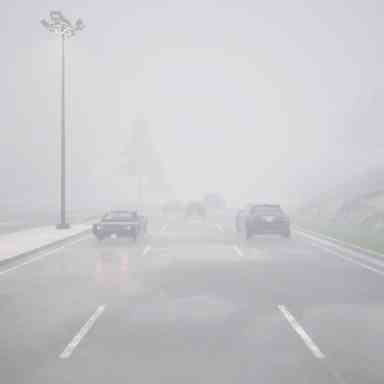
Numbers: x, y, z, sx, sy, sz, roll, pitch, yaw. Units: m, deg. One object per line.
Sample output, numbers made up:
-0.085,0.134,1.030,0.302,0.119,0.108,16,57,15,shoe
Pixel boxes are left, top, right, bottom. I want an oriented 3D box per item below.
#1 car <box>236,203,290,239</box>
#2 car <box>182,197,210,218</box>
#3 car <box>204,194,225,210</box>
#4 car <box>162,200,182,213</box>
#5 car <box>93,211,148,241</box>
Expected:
3.601,1.352,17.604,2.097,1.767,4.553,0,0,0,car
0.412,1.505,30.272,1.837,1.490,4.892,0,0,4,car
2.813,1.222,42.393,2.150,2.045,5.566,0,0,15,car
-1.910,1.564,37.834,1.994,1.385,4.181,0,0,13,car
-3.398,1.601,16.691,1.895,1.301,4.718,0,0,0,car
